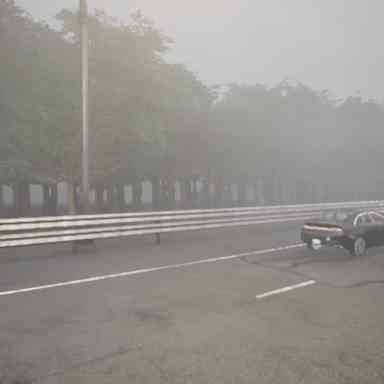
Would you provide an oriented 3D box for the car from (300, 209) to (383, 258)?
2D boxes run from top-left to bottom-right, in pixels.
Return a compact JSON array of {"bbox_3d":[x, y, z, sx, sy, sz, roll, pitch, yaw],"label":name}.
[{"bbox_3d":[6.084,1.398,12.385,4.902,1.511,2.128,-1,0,-36],"label":"car"}]
